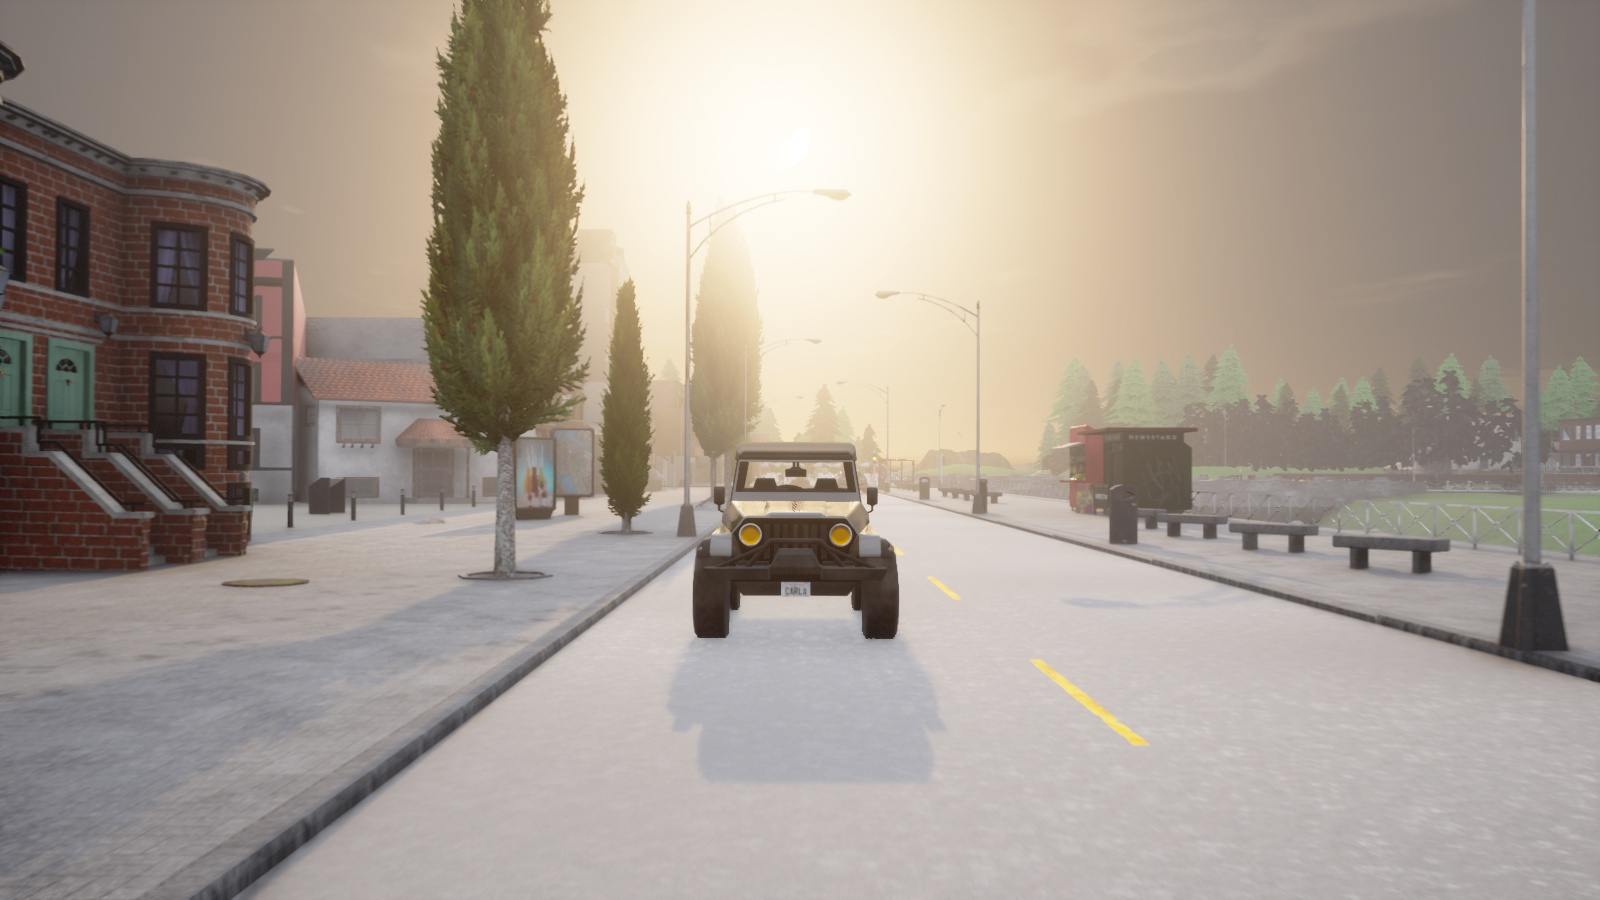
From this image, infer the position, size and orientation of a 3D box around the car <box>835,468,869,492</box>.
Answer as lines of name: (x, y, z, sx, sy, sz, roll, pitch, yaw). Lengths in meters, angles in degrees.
car: (3.764, 2.168, 91.038, 2.242, 1.667, 4.611, 0, -1, 0)

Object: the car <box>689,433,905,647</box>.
car: (-0.035, 0.829, 13.026, 1.905, 1.878, 3.866, 0, -1, 0)
